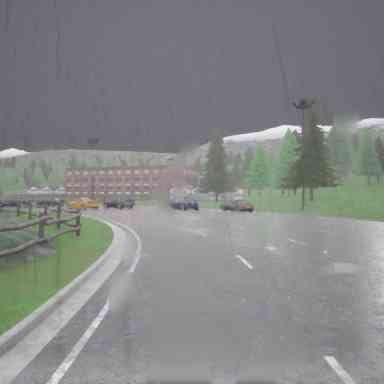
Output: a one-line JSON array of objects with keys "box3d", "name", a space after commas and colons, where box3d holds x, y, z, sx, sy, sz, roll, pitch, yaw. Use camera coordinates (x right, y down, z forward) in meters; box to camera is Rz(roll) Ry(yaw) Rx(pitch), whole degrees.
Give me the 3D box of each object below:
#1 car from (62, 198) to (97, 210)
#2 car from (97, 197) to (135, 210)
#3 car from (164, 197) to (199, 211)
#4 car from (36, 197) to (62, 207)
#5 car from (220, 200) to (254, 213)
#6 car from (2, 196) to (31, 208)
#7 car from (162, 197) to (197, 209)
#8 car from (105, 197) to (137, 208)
[{"box3d": [-13.870, 1.478, 42.049, 5.008, 1.535, 1.882, 0, 0, 36], "name": "car"}, {"box3d": [-9.606, 1.491, 43.080, 4.902, 1.511, 2.128, 0, 0, 40], "name": "car"}, {"box3d": [-1.261, 1.352, 39.915, 2.097, 1.767, 4.553, 0, 0, -39], "name": "car"}, {"box3d": [-21.360, 1.526, 50.283, 4.674, 1.442, 1.812, 0, 0, 24], "name": "car"}, {"box3d": [4.996, 1.564, 37.442, 1.994, 1.385, 4.181, 0, 0, -32], "name": "car"}, {"box3d": [-25.603, 1.352, 48.256, 4.553, 1.767, 2.097, 0, 0, 20], "name": "car"}, {"box3d": [-1.782, 1.478, 45.638, 1.882, 1.535, 5.008, 0, 0, -43], "name": "car"}, {"box3d": [-10.364, 1.505, 48.273, 4.892, 1.490, 1.837, 0, 0, 37], "name": "car"}]
